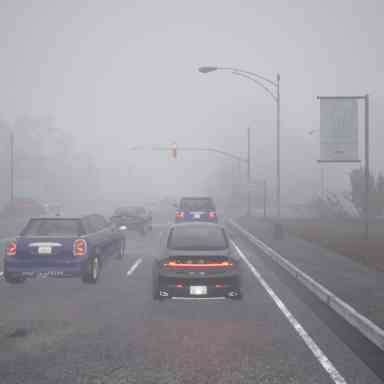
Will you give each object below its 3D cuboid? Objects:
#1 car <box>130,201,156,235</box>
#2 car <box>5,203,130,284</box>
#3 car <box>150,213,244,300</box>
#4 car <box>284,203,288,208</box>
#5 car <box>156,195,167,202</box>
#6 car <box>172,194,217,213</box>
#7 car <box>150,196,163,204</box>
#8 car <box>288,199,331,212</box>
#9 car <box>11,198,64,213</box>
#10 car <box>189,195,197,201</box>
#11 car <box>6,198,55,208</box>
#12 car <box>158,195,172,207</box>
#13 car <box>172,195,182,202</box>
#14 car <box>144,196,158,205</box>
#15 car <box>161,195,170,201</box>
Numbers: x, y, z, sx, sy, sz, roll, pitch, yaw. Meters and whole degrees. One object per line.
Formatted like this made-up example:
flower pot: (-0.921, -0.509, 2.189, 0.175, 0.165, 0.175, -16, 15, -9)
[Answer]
car: (-3.358, 1.505, 18.738, 1.837, 1.490, 4.892, 0, 0, 0)
car: (-3.378, 1.352, 9.778, 2.097, 1.767, 4.553, 0, 0, 0)
car: (0.119, 1.505, 8.363, 1.837, 1.490, 4.892, 0, 0, 0)
car: (14.550, 1.547, 42.112, 5.357, 1.411, 2.033, 0, 0, 3)
car: (-6.829, 1.478, 75.209, 1.882, 1.535, 5.008, 0, 0, 0)
car: (0.165, 1.221, 18.211, 2.150, 2.045, 5.566, 0, 0, -2)
car: (-6.887, 1.547, 65.431, 2.033, 1.411, 5.357, 0, 0, 1)
car: (14.140, 1.505, 38.629, 4.892, 1.490, 1.837, 0, 0, 3)
car: (-17.027, 1.477, 36.760, 5.008, 1.535, 1.882, 0, 0, 3)
car: (0.196, 1.471, 85.913, 1.882, 1.535, 5.008, 0, 0, 0)
car: (-16.027, 1.351, 33.193, 4.553, 1.767, 2.097, 0, 0, 3)
car: (-3.417, 1.352, 51.349, 2.097, 1.767, 4.553, 0, 0, 5)
car: (-3.323, 1.478, 74.589, 1.882, 1.535, 5.008, 0, 0, 0)
car: (-6.958, 1.526, 55.704, 1.812, 1.442, 4.674, 0, 0, 0)
car: (-6.806, 1.494, 85.166, 1.837, 1.490, 4.892, 0, 0, 0)
